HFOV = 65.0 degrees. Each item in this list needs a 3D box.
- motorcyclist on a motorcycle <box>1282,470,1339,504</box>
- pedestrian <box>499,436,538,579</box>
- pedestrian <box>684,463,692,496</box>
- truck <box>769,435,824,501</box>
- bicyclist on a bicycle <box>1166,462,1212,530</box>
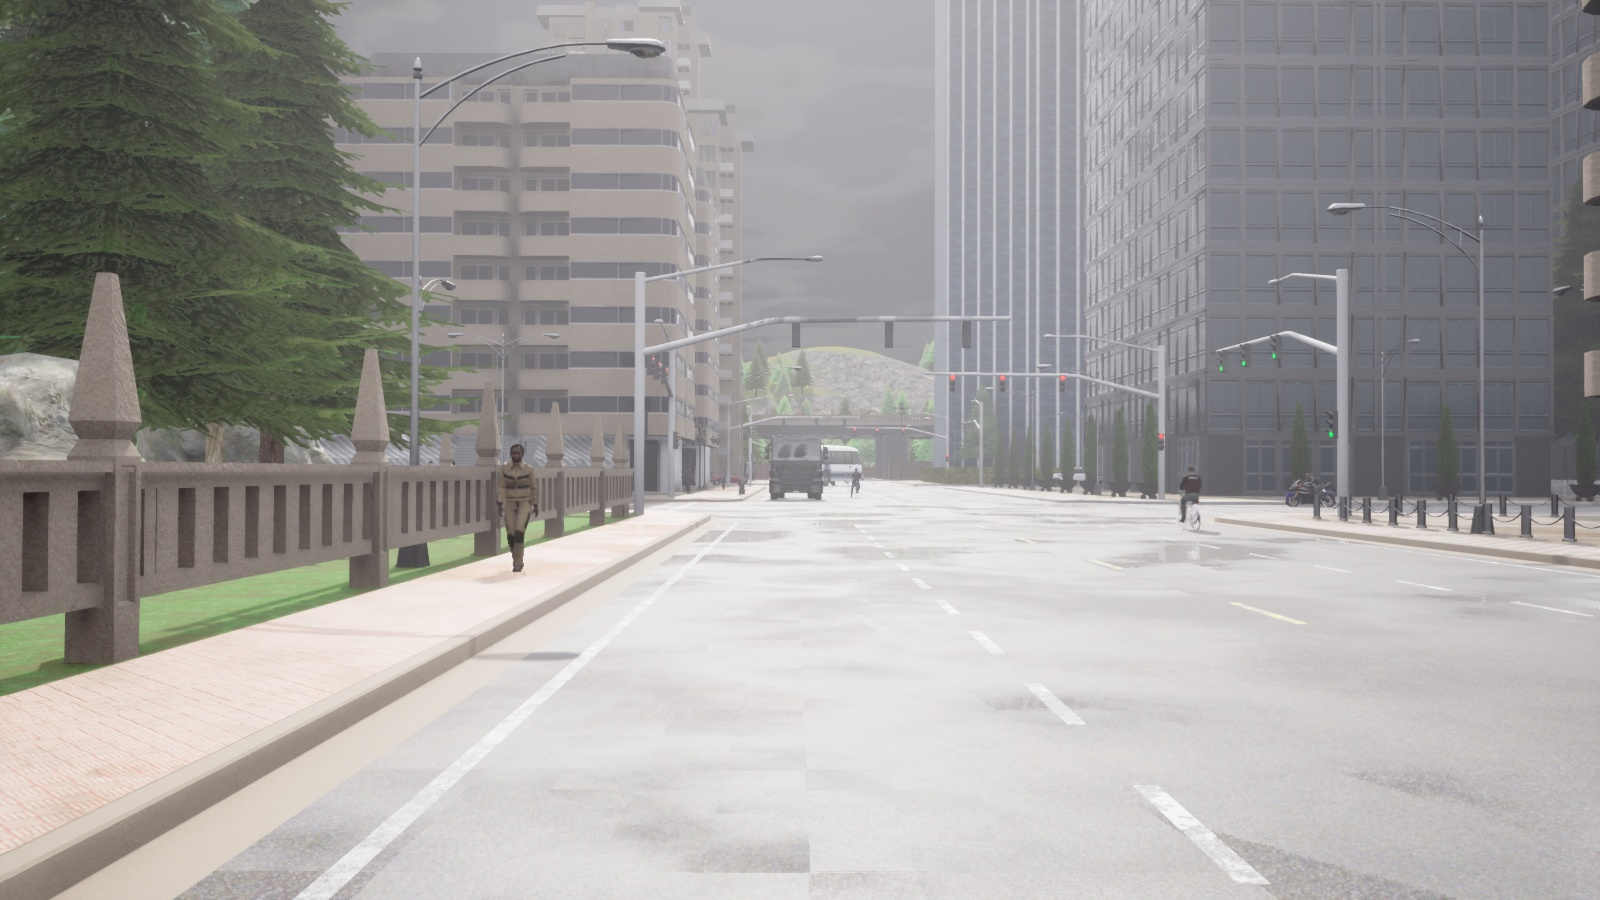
[{"bbox_3d":[22.751,1.641,55.963,2.191,1.530,0.866,0,-1,0],"label":"motorcyclist on a motorcycle"},{"bbox_3d":[-3.875,0.778,17.290,0.396,1.930,0.692,0,-1,-2],"label":"pedestrian"},{"bbox_3d":[-6.736,1.765,75.534,0.423,1.949,0.788,0,-1,0],"label":"pedestrian"},{"bbox_3d":[-0.204,1.010,70.268,2.891,3.462,7.936,0,-1,0],"label":"truck"},{"bbox_3d":[10.403,1.207,33.652,0.659,1.776,1.843,0,-1,0],"label":"bicyclist on a bicycle"}]
